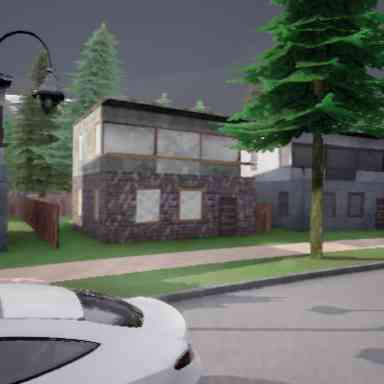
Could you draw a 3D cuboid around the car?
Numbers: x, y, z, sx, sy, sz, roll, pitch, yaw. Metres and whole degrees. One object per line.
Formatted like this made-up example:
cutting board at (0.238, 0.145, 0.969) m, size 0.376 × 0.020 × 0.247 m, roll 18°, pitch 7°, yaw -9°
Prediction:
car at (-2.065, 1.497, 2.269) m, size 4.674 × 1.442 × 1.812 m, roll 1°, pitch 0°, yaw -35°
